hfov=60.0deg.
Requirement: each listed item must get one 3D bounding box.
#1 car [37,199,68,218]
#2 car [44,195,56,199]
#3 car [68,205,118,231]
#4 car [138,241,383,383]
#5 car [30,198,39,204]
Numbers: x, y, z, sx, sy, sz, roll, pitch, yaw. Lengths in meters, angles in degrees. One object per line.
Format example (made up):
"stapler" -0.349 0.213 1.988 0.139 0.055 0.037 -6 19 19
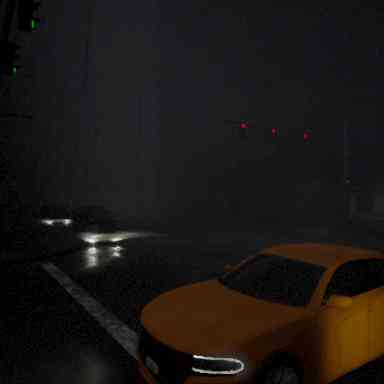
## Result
"car" -13.801 1.757 33.325 1.882 1.535 5.008 1 -1 -34
"car" -37.039 1.867 86.641 2.150 2.045 5.566 1 -1 -34
"car" -6.724 1.683 22.817 1.882 1.535 5.008 1 -1 -34
"car" 1.668 1.542 4.831 5.008 1.535 1.882 1 -1 -34
"car" -39.941 2.202 84.678 1.895 1.301 4.718 1 -1 -34
